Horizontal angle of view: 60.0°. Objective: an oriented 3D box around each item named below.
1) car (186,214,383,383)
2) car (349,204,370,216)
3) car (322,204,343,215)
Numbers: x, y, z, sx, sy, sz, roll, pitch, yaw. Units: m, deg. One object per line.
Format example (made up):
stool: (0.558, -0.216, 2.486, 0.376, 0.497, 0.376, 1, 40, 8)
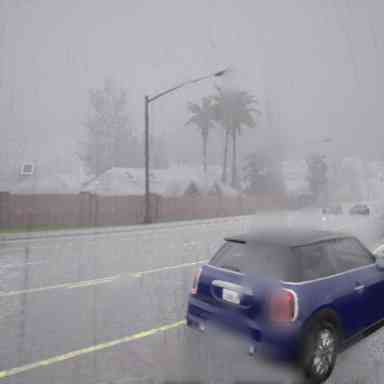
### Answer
car: (2.129, 1.443, 5.830, 4.553, 1.767, 2.097, 1, -1, -41)
car: (21.451, 2.300, 42.479, 1.837, 1.490, 4.892, 0, -2, 36)
car: (19.115, 2.324, 45.217, 2.128, 1.511, 4.902, 0, -1, 36)
